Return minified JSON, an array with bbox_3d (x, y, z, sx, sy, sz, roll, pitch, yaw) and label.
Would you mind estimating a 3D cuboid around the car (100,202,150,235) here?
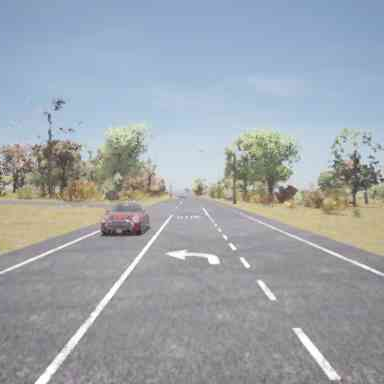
[{"bbox_3d":[-3.618,1.355,18.717,2.097,1.767,4.553,0,0,0],"label":"car"}]
